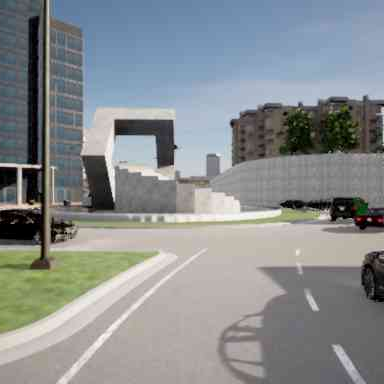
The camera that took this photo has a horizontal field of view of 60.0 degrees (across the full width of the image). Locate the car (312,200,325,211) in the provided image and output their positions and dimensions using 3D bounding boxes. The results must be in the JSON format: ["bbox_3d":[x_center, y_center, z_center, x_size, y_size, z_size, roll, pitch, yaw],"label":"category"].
[{"bbox_3d":[17.981,1.823,47.703,2.128,1.511,4.902,1,0,-22],"label":"car"}]

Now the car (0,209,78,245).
[{"bbox_3d":[-7.779,1.570,15.520,4.892,1.490,1.837,0,1,12],"label":"car"}]

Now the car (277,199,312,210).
[{"bbox_3d":[14.285,1.824,47.538,1.837,1.490,4.892,2,-1,-26],"label":"car"}]

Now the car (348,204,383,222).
[{"bbox_3d":[12.340,1.711,21.616,2.033,1.411,5.357,0,0,45],"label":"car"}]

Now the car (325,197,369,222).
[{"bbox_3d":[13.292,1.424,27.862,2.150,2.045,5.566,0,0,39],"label":"car"}]

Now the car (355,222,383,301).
[{"bbox_3d":[4.432,1.539,5.472,2.128,1.511,4.902,0,0,9],"label":"car"}]
